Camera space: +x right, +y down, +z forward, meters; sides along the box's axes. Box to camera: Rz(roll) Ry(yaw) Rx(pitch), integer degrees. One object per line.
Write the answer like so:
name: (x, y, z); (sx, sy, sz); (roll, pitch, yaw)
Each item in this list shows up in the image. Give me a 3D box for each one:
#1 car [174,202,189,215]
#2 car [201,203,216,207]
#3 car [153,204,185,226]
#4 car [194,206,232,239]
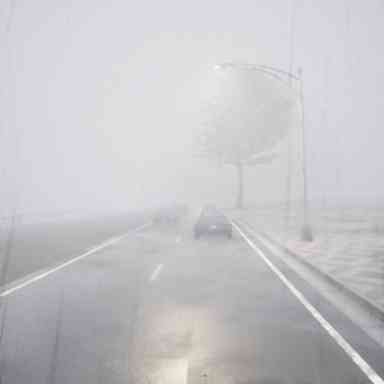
car: (-1.436, 2.006, 40.069); (2.128, 1.511, 4.902); (-2, 0, 3)
car: (1.994, 1.900, 37.521); (2.033, 1.411, 5.357); (-2, -1, 3)
car: (-1.968, 2.011, 27.590); (1.895, 1.301, 4.718); (-2, -1, 3)
car: (1.149, 1.744, 18.672); (1.994, 1.385, 4.181); (-2, -1, 3)
